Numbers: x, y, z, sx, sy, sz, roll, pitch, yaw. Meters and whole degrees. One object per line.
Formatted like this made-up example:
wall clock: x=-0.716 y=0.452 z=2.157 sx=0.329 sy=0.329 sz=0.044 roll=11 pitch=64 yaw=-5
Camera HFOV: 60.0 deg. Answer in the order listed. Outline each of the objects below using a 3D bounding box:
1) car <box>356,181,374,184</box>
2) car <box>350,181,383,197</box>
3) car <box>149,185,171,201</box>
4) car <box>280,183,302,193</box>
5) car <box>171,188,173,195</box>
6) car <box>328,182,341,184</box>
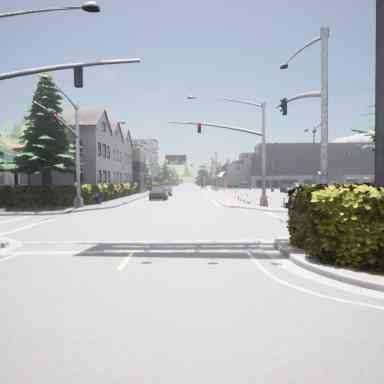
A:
car: x=18.925 y=-0.181 z=34.281 sx=1.905 sy=1.878 sz=3.866 roll=-1 pitch=2 yaw=-1
car: x=22.149 y=-0.468 z=42.170 sx=1.932 sy=1.855 sz=4.605 roll=-1 pitch=2 yaw=-1
car: x=-3.819 y=0.131 z=38.339 sx=1.882 sy=1.535 sz=5.008 roll=-1 pitch=2 yaw=0
car: x=15.130 y=-0.536 z=52.129 sx=2.007 sy=1.523 sz=4.514 roll=-1 pitch=2 yaw=-1
car: x=-3.863 y=-0.205 z=48.470 sx=2.128 sy=1.511 sz=4.902 roll=-1 pitch=2 yaw=0
car: x=25.149 y=-1.045 z=59.569 sx=2.152 sy=1.636 sz=5.027 roll=-1 pitch=2 yaw=-1
